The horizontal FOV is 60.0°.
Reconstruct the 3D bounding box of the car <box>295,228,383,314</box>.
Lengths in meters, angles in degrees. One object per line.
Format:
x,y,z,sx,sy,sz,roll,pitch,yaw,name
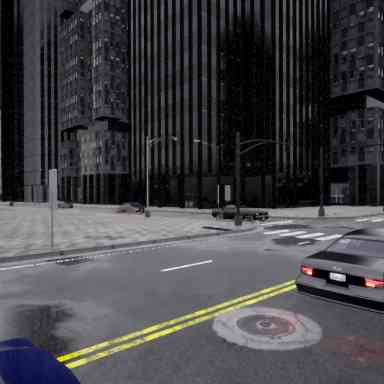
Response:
4.433,1.547,7.543,5.357,1.411,2.033,0,0,-42,car

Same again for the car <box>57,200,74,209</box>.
-20.880,2.035,54.106,1.837,1.490,4.892,0,-1,-41,car

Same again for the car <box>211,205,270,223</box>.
3.857,1.739,26.723,1.895,1.301,4.718,0,0,-45,car

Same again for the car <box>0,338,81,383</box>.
-2.644,1.601,1.177,4.718,1.301,1.895,0,0,-42,car

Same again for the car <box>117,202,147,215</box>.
-6.936,1.868,38.464,1.994,1.385,4.181,0,0,-42,car
